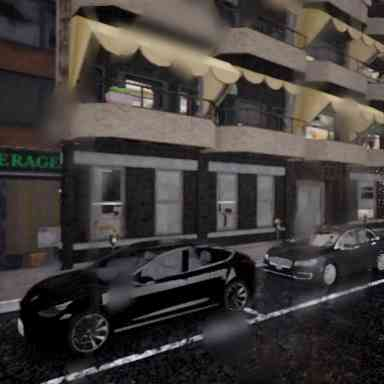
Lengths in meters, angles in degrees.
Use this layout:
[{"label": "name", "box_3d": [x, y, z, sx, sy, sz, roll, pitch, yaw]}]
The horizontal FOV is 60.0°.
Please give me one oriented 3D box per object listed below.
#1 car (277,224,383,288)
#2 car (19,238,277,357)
[{"label": "car", "box_3d": [3.896, 1.611, 9.359, 4.403, 1.369, 2.008, 0, 0, -36]}, {"label": "car", "box_3d": [-0.694, 1.586, 6.068, 4.313, 1.339, 1.947, 0, 0, -36]}]
